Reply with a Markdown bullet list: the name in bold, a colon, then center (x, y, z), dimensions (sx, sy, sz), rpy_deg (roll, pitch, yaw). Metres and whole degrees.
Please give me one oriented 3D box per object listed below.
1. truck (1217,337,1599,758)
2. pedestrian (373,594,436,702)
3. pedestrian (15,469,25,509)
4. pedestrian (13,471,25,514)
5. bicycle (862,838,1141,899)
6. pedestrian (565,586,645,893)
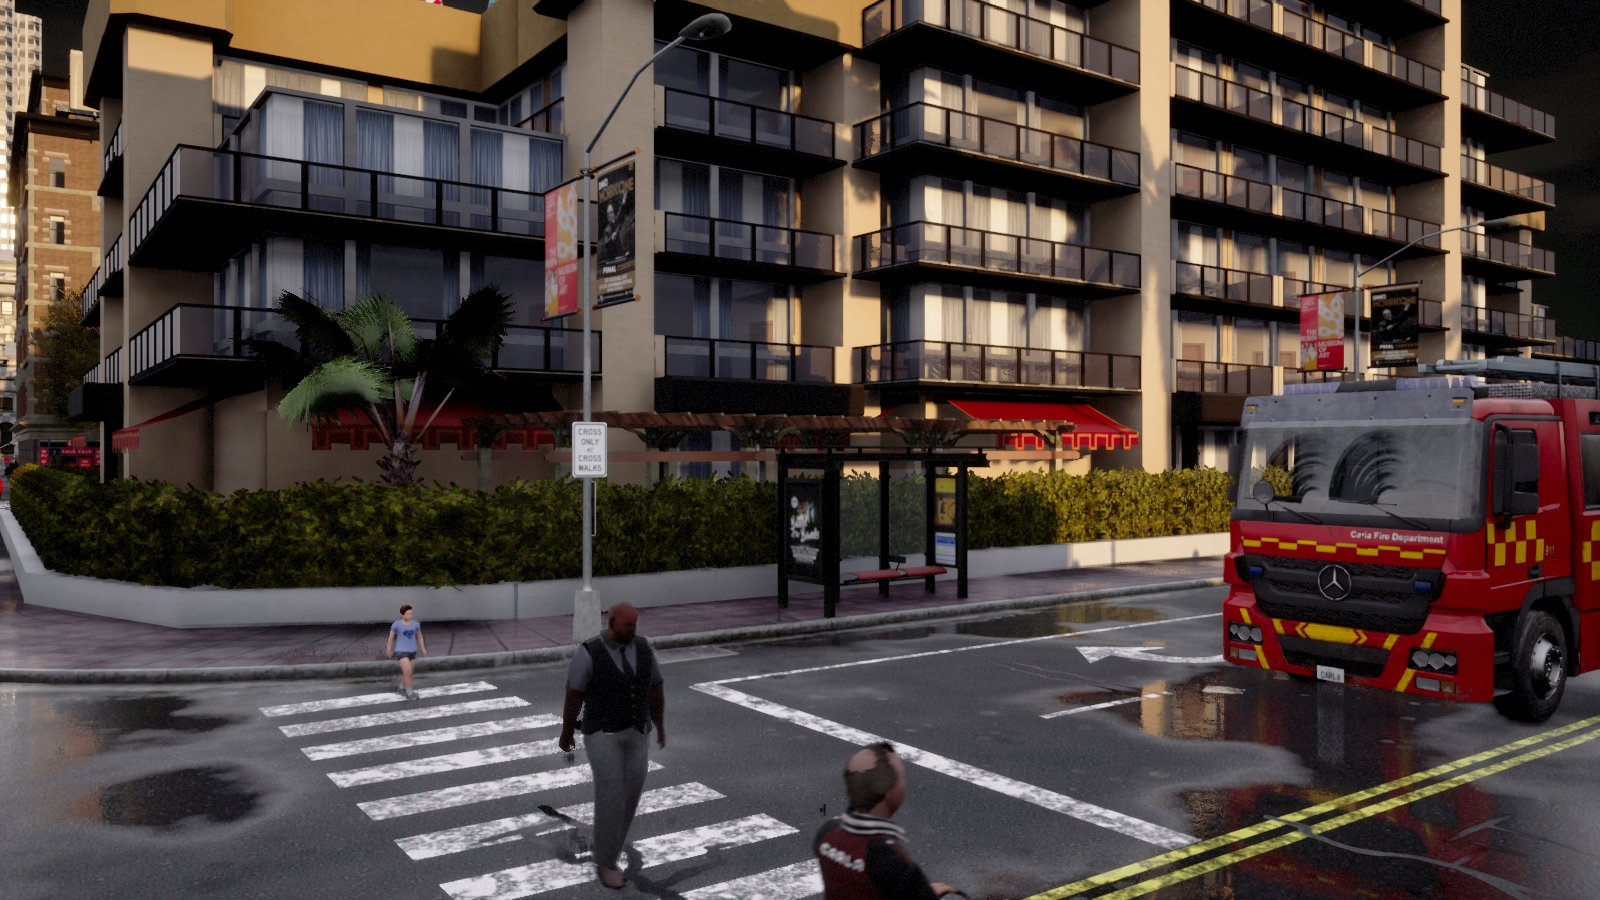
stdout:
- **truck**: center (8.950, 0.884, 14.011), dimensions (8.468, 3.827, 2.891), rpy_deg (0, 0, -35)
- **pedestrian**: center (-4.481, 2.227, 12.957), dimensions (0.500, 1.100, 0.500), rpy_deg (0, 0, 43)
- **pedestrian**: center (-36.904, 1.848, 54.075), dimensions (0.375, 1.860, 0.375), rpy_deg (0, 0, -36)
- **pedestrian**: center (-33.820, 1.848, 49.483), dimensions (0.375, 1.860, 0.375), rpy_deg (0, 0, -29)
- **bicycle**: center (0.500, 2.209, 4.114), dimensions (1.835, 1.171, 0.329), rpy_deg (0, 0, -35)
- **pedestrian**: center (-1.269, 1.847, 7.431), dimensions (0.375, 1.860, 0.375), rpy_deg (0, 0, -38)
